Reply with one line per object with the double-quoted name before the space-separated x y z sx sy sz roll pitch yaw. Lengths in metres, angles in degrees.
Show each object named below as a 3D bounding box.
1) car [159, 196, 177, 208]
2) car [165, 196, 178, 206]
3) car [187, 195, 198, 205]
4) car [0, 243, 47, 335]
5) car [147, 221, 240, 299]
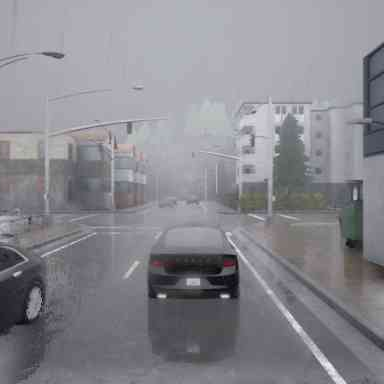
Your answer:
"car" -3.579 1.547 47.121 2.033 1.411 5.357 0 0 0
"car" -3.565 1.477 57.730 1.882 1.535 5.008 0 0 1
"car" 0.104 1.352 60.303 2.097 1.767 4.553 0 0 0
"car" -3.600 1.505 4.301 1.837 1.490 4.892 0 0 0
"car" 0.050 1.478 8.498 1.882 1.535 5.008 0 0 1
